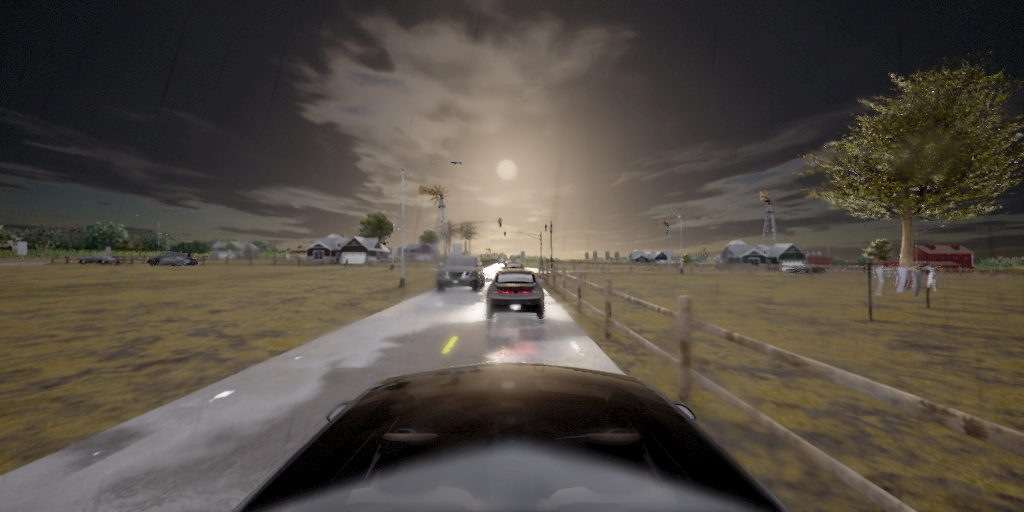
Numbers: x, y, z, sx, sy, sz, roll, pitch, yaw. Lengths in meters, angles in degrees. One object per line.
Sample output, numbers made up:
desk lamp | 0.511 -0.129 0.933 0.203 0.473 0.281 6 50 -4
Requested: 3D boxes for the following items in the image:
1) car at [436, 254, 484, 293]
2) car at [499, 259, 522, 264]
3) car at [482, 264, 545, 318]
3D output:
car | -2.821 0.929 20.693 2.150 2.045 5.566 0 0 0
car | 0.128 1.214 28.383 1.837 1.490 4.892 0 0 0
car | 0.112 1.222 12.892 1.837 1.490 4.892 0 0 0
